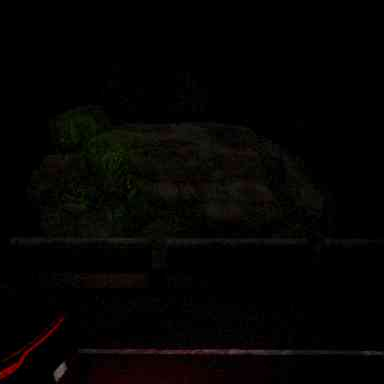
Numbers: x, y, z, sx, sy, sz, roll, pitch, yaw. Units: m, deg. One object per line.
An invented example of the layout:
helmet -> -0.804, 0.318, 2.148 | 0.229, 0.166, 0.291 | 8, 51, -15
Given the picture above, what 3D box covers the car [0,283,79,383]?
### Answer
car -> -3.676, 1.478, 3.072 | 5.008, 1.535, 1.882 | 0, 0, 1
